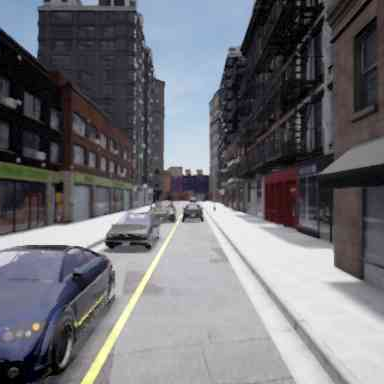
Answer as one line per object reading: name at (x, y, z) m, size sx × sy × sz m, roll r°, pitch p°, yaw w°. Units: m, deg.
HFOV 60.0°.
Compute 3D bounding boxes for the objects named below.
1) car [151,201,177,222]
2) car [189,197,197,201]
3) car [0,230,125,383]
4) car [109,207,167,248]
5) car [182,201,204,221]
car at (-2.407, 1.588, 28.473) m, size 2.097 × 1.767 × 4.553 m, roll 0°, pitch -1°, yaw 0°
car at (0.304, 2.283, 86.251) m, size 1.837 × 1.490 × 4.892 m, roll 0°, pitch -1°, yaw 0°
car at (-2.591, 1.598, 5.473) m, size 1.994 × 1.385 × 4.181 m, roll 0°, pitch 0°, yaw 0°
car at (-2.547, 1.668, 15.613) m, size 2.033 × 1.411 × 5.357 m, roll 0°, pitch 0°, yaw 0°
car at (0.099, 1.787, 30.001) m, size 1.812 × 1.442 × 4.674 m, roll 0°, pitch -1°, yaw 0°
